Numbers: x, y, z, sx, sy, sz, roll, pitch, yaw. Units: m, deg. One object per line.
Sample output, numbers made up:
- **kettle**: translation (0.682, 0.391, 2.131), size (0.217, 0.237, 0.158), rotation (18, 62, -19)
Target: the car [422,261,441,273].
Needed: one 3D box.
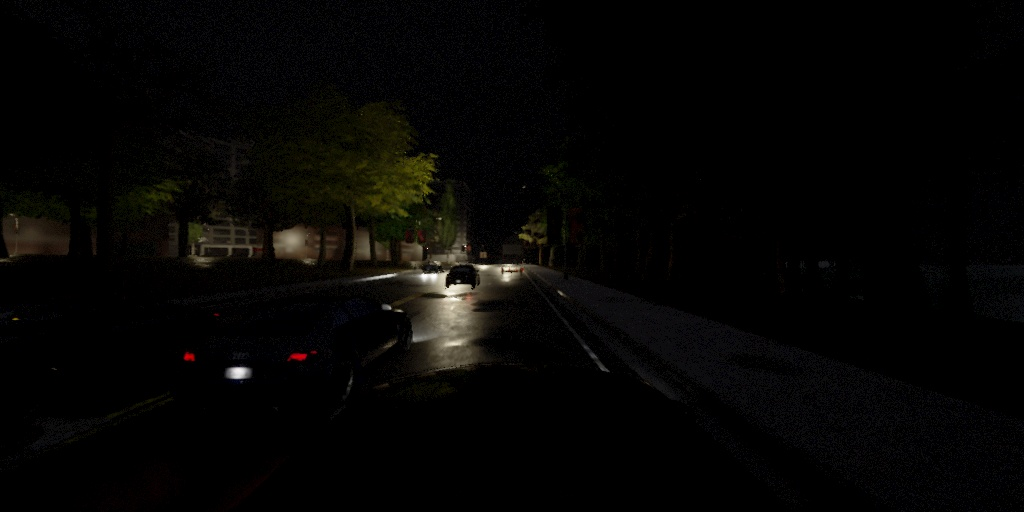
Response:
- **car**: translation (-9.842, 1.357, 44.619), size (2.128, 1.511, 4.902), rotation (0, 0, 0)

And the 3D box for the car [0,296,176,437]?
- **car**: translation (-6.600, 1.315, 5.273), size (1.994, 1.385, 4.181), rotation (0, 0, 0)

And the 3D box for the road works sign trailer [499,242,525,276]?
- **road works sign trailer**: translation (-0.006, 0.308, 39.059), size (2.380, 3.560, 2.880), rotation (0, 0, 0)

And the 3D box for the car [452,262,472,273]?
- **car**: translation (-6.588, 1.481, 47.522), size (1.895, 1.301, 4.718), rotation (0, 0, 0)

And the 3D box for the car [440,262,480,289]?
- **car**: translation (-3.153, 1.312, 23.336), size (1.812, 1.442, 4.674), rotation (0, 0, 0)

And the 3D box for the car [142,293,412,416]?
- **car**: translation (-3.150, 1.317, 6.135), size (1.994, 1.385, 4.181), rotation (0, 0, 0)

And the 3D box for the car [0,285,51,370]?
- **car**: translation (-9.850, 1.276, 4.621), size (1.812, 1.442, 4.674), rotation (0, 0, 0)
